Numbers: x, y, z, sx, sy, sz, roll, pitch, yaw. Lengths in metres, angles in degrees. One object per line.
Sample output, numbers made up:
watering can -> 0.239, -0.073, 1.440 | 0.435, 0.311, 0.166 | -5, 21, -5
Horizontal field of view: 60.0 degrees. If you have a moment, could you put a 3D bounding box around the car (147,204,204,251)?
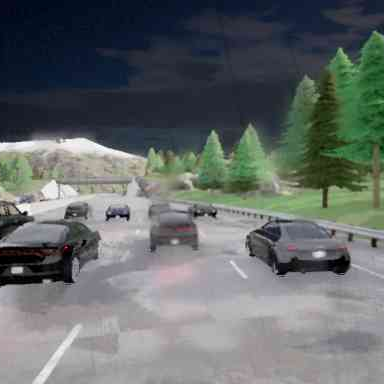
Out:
car -> -0.818, 1.510, 14.179 | 1.837, 1.490, 4.892 | -1, 0, -5

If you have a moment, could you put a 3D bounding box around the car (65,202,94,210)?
car -> -9.978, 1.619, 29.547 | 1.837, 1.490, 4.892 | -1, 0, -10

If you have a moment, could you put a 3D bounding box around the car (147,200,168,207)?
car -> -2.994, 1.516, 30.196 | 2.128, 1.511, 4.902 | -1, 0, -10

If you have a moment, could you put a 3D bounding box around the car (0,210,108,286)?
car -> -3.946, 1.523, 9.641 | 1.882, 1.535, 5.008 | -1, 0, -4

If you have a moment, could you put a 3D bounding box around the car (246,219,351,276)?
car -> 3.016, 1.522, 10.275 | 1.994, 1.385, 4.181 | -1, 0, -4

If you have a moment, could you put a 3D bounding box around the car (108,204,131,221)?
car -> -6.204, 1.667, 28.299 | 1.895, 1.301, 4.718 | -1, 0, -9

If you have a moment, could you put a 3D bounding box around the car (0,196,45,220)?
car -> -7.660, 1.311, 12.373 | 2.150, 2.045, 5.566 | -1, 0, -5

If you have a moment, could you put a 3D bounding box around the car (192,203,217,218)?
car -> 0.779, 1.579, 28.962 | 1.895, 1.301, 4.718 | -1, 0, -9

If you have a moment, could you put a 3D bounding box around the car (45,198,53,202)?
car -> -30.230, 1.894, 68.991 | 1.895, 1.301, 4.718 | -1, 0, -14

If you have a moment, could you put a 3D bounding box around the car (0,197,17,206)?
car -> -37.026, 1.863, 67.309 | 1.882, 1.535, 5.008 | -1, 0, -14
